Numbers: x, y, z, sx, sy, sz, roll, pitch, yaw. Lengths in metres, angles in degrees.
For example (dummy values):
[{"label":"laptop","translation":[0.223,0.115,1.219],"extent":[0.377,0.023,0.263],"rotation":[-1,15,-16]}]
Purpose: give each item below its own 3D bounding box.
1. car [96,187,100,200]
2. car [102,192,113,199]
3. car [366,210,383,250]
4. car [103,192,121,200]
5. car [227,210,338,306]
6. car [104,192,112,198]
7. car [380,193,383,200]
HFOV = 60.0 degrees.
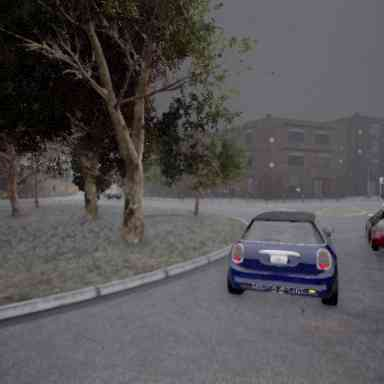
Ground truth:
[{"label":"car","translation":[-15.964,0.235,53.248],"extent":[2.150,2.045,5.566],"rotation":[0,0,-20]},{"label":"car","translation":[-17.785,0.670,70.086],"extent":[2.033,1.411,5.357],"rotation":[0,-1,-14]},{"label":"car","translation":[7.883,1.361,12.832],"extent":[1.994,1.385,4.181],"rotation":[1,1,25]},{"label":"car","translation":[-12.728,0.598,53.813],"extent":[1.895,1.301,4.718],"rotation":[0,0,-20]},{"label":"car","translation":[2.345,1.232,8.192],"extent":[2.097,1.767,4.553],"rotation":[1,1,20]},{"label":"car","translation":[-20.368,0.733,80.430],"extent":[1.837,1.490,4.892],"rotation":[0,-1,-14]},{"label":"car","translation":[29.047,0.315,46.765],"extent":[2.185,1.767,4.553],"rotation":[-1,2,-25]}]
